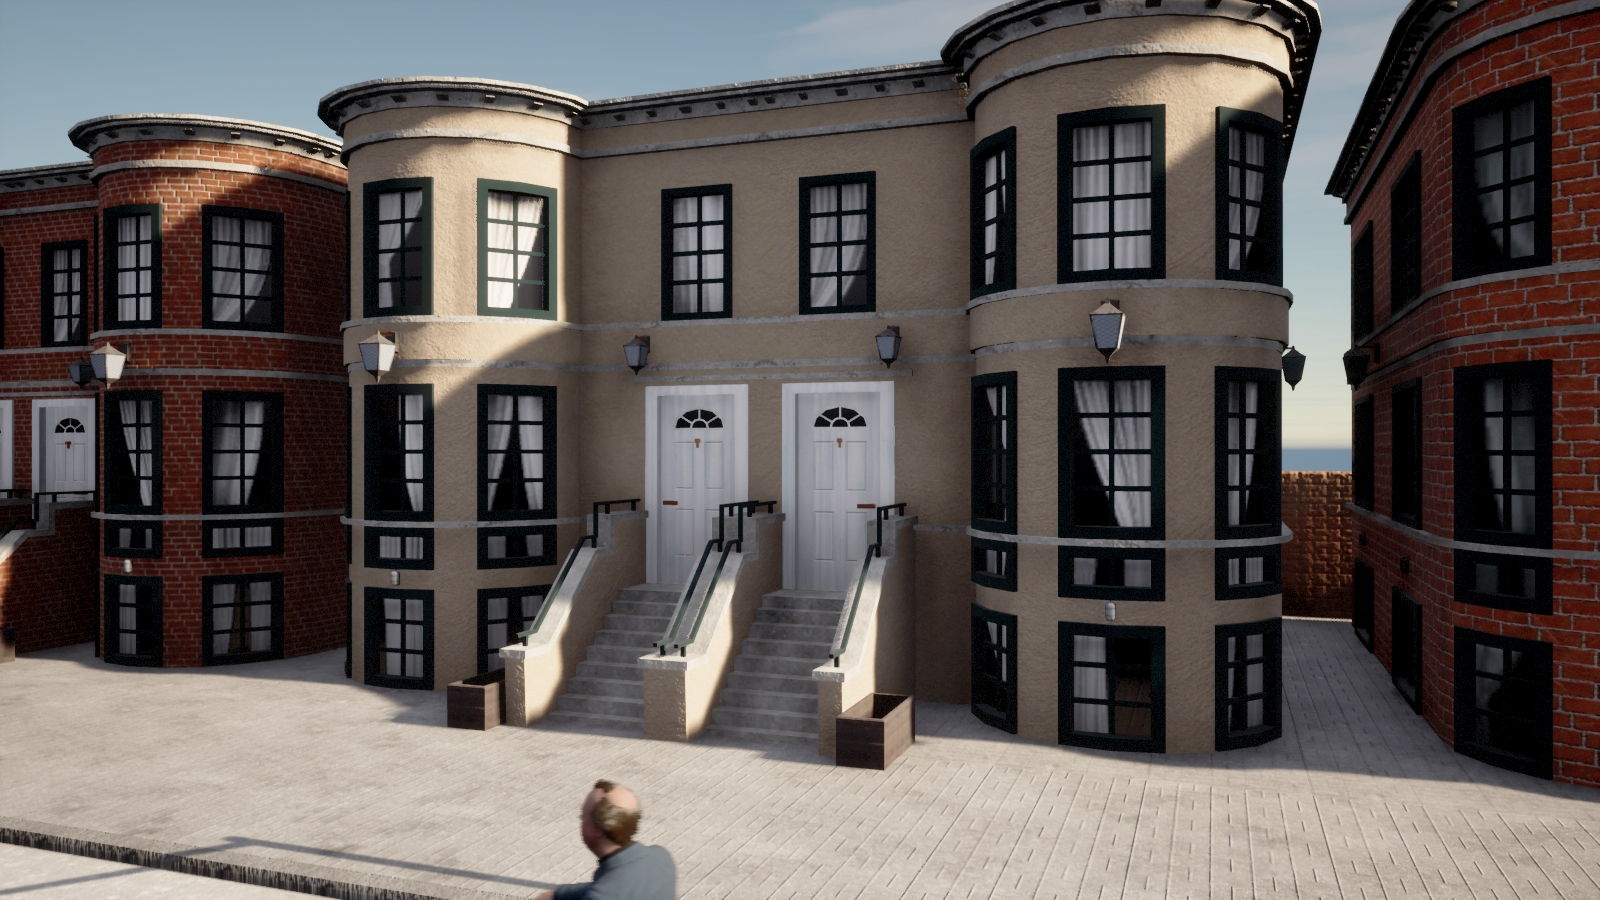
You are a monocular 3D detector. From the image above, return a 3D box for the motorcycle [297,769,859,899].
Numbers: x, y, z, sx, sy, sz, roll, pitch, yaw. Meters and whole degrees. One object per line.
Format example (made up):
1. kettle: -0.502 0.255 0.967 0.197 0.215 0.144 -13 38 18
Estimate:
1. motorcycle: -0.776 1.963 4.115 1.805 1.236 0.856 0 0 20
